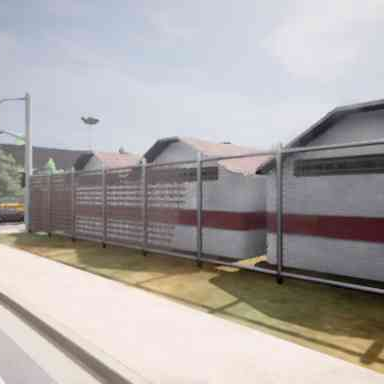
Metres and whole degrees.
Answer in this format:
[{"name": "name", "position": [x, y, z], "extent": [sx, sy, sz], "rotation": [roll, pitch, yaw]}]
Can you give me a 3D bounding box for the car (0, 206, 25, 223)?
[{"name": "car", "position": [-14.390, 1.776, 25.098], "extent": [2.033, 1.411, 5.357], "rotation": [-1, -1, 38]}]
